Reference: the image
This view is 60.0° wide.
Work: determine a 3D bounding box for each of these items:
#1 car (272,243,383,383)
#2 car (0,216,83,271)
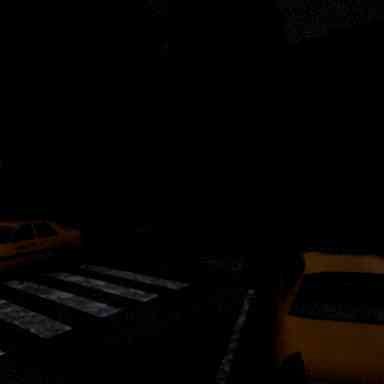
[{"bbox_3d":[2.128,1.495,4.792,1.946,1.575,5.366,0,-1,15],"label":"car"},{"bbox_3d":[-5.311,1.509,9.665,1.946,1.575,5.366,0,-1,16],"label":"car"}]
